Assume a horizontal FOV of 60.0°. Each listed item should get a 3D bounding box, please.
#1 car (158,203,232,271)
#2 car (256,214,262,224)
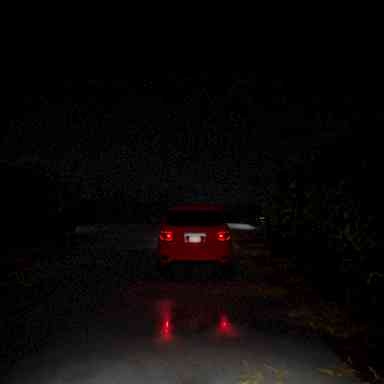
[{"bbox_3d":[0.103,1.374,11.547,2.150,2.045,5.566,0,0,1],"label":"car"},{"bbox_3d":[7.273,1.830,24.947,4.892,1.490,1.837,0,-1,-2],"label":"car"}]
